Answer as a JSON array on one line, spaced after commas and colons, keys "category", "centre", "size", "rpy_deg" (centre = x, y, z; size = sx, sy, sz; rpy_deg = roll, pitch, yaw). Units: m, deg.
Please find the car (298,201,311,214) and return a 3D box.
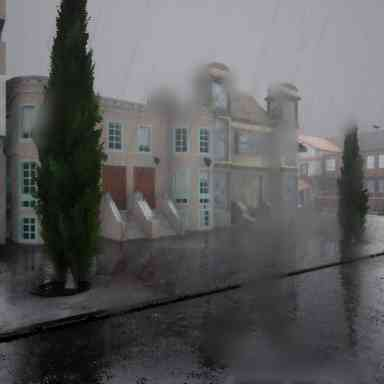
[{"category": "car", "centre": [10.036, 1.352, 34.557], "size": [2.097, 1.767, 4.553], "rpy_deg": [0, 0, -35]}]
